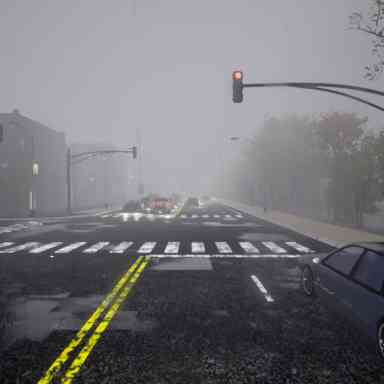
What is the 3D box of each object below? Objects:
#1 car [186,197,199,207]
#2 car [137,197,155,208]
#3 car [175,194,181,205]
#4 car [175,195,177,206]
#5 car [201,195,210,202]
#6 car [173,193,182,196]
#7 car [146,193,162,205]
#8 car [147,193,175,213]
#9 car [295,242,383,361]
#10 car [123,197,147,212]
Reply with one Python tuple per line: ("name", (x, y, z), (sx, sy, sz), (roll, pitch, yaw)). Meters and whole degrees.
("car", (0.070, 1.519, 50.609), (1.812, 1.442, 4.674), (0, 0, 0))
("car", (-6.623, 1.499, 48.422), (1.837, 1.490, 4.892), (0, 0, 0))
("car", (-3.383, 1.485, 55.643), (2.128, 1.511, 4.902), (0, 0, 0))
("car", (-3.369, 1.499, 45.381), (1.837, 1.490, 4.892), (0, 0, 0))
("car", (3.149, 1.470, 78.813), (1.882, 1.535, 5.008), (0, 0, 0))
("car", (-3.333, 1.216, 68.592), (2.150, 2.045, 5.566), (0, 0, 0))
("car", (-6.629, 1.215, 58.941), (2.150, 2.045, 5.566), (0, 0, 0))
("car", (-3.350, 1.347, 36.509), (2.097, 1.767, 4.553), (0, 0, 0))
("car", (3.353, 1.546, 5.448), (2.033, 1.411, 5.357), (0, 0, 0))
("car", (-6.603, 1.558, 38.027), (1.994, 1.385, 4.181), (0, 0, 0))
